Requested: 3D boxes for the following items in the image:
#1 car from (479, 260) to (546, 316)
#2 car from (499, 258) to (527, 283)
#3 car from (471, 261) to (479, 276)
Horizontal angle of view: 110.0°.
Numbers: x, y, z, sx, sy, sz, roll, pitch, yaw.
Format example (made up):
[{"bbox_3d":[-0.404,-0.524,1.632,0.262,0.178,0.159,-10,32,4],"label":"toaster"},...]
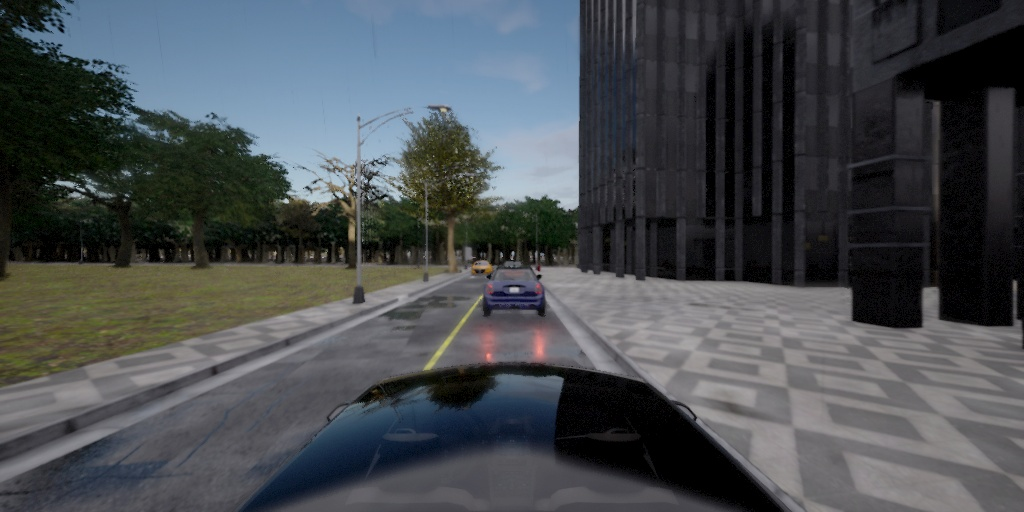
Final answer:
[{"bbox_3d":[0.085,1.102,13.587,2.097,1.767,4.553,0,0,0],"label":"car"},{"bbox_3d":[0.089,1.094,28.589,2.097,1.767,4.553,0,0,0],"label":"car"},{"bbox_3d":[-3.087,1.212,37.009,1.882,1.535,5.008,0,0,0],"label":"car"}]
